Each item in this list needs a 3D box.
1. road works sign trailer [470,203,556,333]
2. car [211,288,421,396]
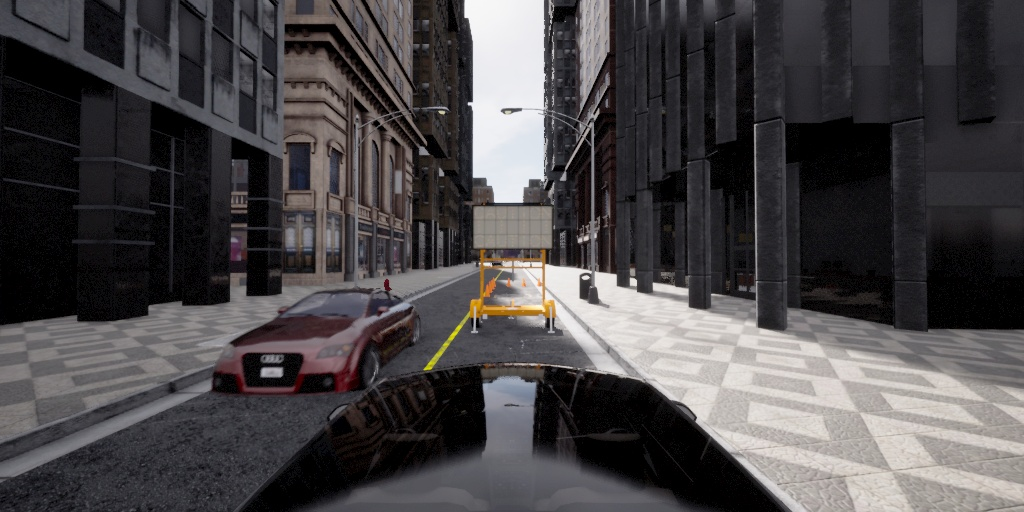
[{"bbox_3d":[0.027,0.217,10.723,2.380,3.560,2.880,0,0,0],"label":"road works sign trailer"},{"bbox_3d":[-3.087,1.315,6.608,1.994,1.385,4.181,0,0,0],"label":"car"}]
